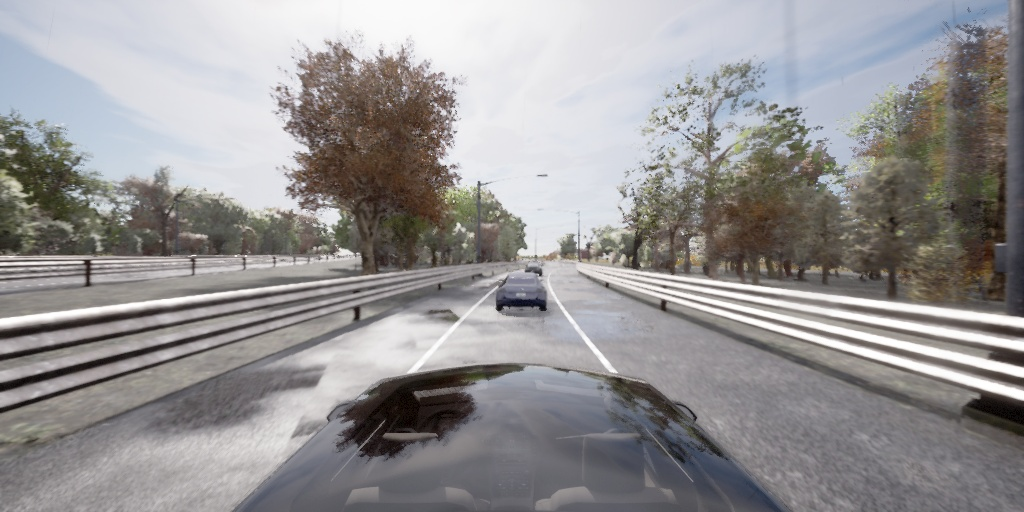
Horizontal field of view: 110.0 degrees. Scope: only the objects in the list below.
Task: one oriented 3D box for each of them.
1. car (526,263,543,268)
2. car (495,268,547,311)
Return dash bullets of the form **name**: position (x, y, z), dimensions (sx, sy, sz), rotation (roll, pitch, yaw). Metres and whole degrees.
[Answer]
- **car**: position (2.495, 1.479, 40.269), dimensions (1.812, 1.442, 4.674), rotation (0, 0, 7)
- **car**: position (0.410, 1.378, 14.982), dimensions (1.994, 1.385, 4.181), rotation (0, 0, 2)
